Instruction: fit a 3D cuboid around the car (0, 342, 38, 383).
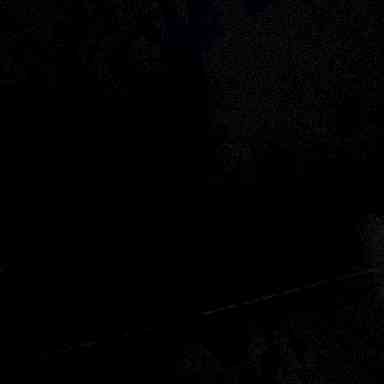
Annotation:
[{"bbox_3d":[-3.279,1.487,1.381,4.902,1.511,2.128,0,0,-36],"label":"car"}]
